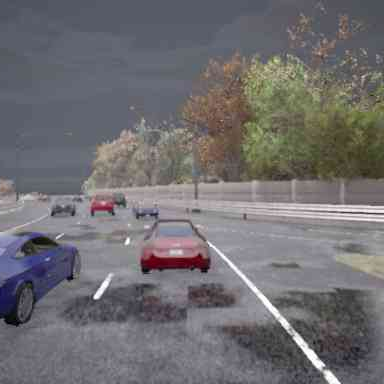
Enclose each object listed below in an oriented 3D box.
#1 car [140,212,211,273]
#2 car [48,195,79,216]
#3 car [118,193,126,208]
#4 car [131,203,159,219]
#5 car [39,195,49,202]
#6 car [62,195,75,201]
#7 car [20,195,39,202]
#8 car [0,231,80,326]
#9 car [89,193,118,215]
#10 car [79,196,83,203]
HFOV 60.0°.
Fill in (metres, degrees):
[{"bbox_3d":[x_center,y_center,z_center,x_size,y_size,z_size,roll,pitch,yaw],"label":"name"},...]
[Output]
[{"bbox_3d":[-0.606,1.556,10.746,1.994,1.385,4.181,0,0,-6],"label":"car"},{"bbox_3d":[-12.681,1.365,33.044,2.097,1.767,4.553,0,0,-18],"label":"car"},{"bbox_3d":[-11.044,1.216,47.640,2.150,2.045,5.566,0,0,-25],"label":"car"},{"bbox_3d":[-4.142,1.589,28.860,1.895,1.301,4.718,0,0,-15],"label":"car"},{"bbox_3d":[-32.668,1.384,73.689,4.674,1.442,1.812,0,0,45],"label":"car"},{"bbox_3d":[-28.201,1.438,75.810,1.895,1.301,4.718,0,0,-30],"label":"car"},{"bbox_3d":[-35.253,1.395,71.330,4.674,1.442,1.812,0,0,45],"label":"car"},{"bbox_3d":[-3.790,1.532,6.926,1.812,1.442,4.674,0,0,-3],"label":"car"},{"bbox_3d":[-9.155,1.222,33.690,2.150,2.045,5.566,0,0,-18],"label":"car"},{"bbox_3d":[-24.385,1.520,69.788,1.837,1.490,4.892,0,0,-33],"label":"car"}]
